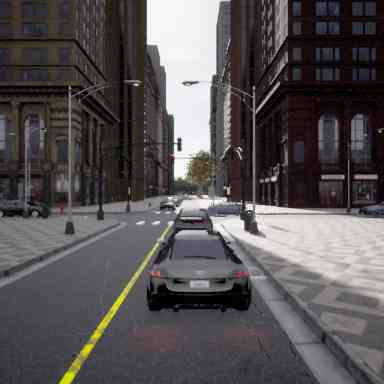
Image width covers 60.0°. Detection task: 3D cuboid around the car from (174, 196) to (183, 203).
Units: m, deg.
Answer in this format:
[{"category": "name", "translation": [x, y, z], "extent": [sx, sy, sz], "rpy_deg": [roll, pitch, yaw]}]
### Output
[{"category": "car", "translation": [-2.992, 1.634, 73.560], "extent": [1.812, 1.442, 4.674], "rpy_deg": [0, 0, 0]}]

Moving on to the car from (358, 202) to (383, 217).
[{"category": "car", "translation": [19.114, 1.646, 32.140], "extent": [5.357, 1.411, 2.033], "rpy_deg": [0, 0, 0]}]

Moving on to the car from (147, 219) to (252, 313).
[{"category": "car", "translation": [0.109, 1.573, 7.787], "extent": [1.994, 1.385, 4.181], "rpy_deg": [0, 0, -1]}]

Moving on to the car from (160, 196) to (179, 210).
[{"category": "car", "translation": [-3.086, 1.596, 43.152], "extent": [2.033, 1.411, 5.357], "rpy_deg": [0, 0, 0]}]

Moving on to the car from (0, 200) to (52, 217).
[{"category": "car", "translation": [-14.745, 1.487, 28.944], "extent": [4.892, 1.490, 1.837], "rpy_deg": [0, 0, -1]}]

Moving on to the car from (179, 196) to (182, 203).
[{"category": "car", "translation": [-3.085, 1.555, 52.912], "extent": [2.128, 1.511, 4.902], "rpy_deg": [0, 0, 0]}]

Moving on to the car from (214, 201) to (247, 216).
[{"category": "car", "translation": [3.204, 1.611, 32.147], "extent": [4.181, 1.385, 1.994], "rpy_deg": [0, 0, 0]}]

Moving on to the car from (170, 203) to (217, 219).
[{"category": "car", "translation": [0.063, 1.524, 16.695], "extent": [1.837, 1.490, 4.892], "rpy_deg": [0, 0, 0]}]
